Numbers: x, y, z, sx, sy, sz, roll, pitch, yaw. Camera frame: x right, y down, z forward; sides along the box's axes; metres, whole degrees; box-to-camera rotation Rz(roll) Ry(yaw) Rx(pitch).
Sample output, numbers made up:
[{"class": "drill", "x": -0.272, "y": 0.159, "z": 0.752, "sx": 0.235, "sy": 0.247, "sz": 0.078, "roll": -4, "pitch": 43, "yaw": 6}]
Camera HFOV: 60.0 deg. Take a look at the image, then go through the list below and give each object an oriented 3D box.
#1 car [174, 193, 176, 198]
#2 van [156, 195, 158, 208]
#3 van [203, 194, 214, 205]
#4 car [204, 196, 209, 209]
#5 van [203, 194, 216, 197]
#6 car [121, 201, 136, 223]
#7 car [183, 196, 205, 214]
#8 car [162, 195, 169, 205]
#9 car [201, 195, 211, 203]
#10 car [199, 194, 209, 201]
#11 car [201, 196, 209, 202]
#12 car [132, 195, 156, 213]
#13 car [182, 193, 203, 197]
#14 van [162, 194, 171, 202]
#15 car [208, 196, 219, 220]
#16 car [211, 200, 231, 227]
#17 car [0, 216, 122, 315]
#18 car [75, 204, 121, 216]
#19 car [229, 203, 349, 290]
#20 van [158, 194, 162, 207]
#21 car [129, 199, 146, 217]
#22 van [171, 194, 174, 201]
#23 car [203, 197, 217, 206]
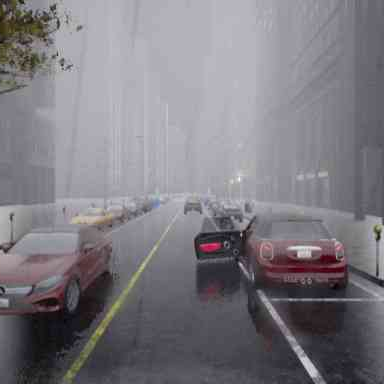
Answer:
[{"class": "car", "x": -5.597, "y": 1.530, "z": 81.866, "sx": 1.752, "sy": 1.417, "sz": 4.829, "roll": 0, "pitch": 0, "yaw": 0}, {"class": "van", "x": -5.678, "y": 1.336, "z": 42.294, "sx": 1.690, "sy": 1.788, "sz": 3.998, "roll": 0, "pitch": 0, "yaw": 0}, {"class": "van", "x": 2.882, "y": 1.338, "z": 59.319, "sx": 1.690, "sy": 1.788, "sz": 3.998, "roll": 0, "pitch": 0, "yaw": 0}, {"class": "car", "x": 2.848, "y": 1.545, "z": 42.286, "sx": 2.008, "sy": 1.369, "sz": 4.403, "roll": 0, "pitch": 0, "yaw": 0}, {"class": "van", "x": 2.859, "y": 1.336, "z": 47.964, "sx": 1.690, "sy": 1.788, "sz": 3.998, "roll": 0, "pitch": 0, "yaw": 0}, {"class": "car", "x": -5.712, "y": 1.577, "z": 25.262, "sx": 1.802, "sy": 1.307, "sz": 4.206, "roll": 0, "pitch": 0, "yaw": 0}, {"class": "car", "x": 0.133, "y": 1.500, "z": 35.572, "sx": 1.837, "sy": 1.490, "sz": 4.892, "roll": 0, "pitch": 0, "yaw": 1}, {"class": "car", "x": -5.643, "y": 1.579, "z": 59.326, "sx": 1.802, "sy": 1.307, "sz": 4.206, "roll": 0, "pitch": 0, "yaw": 0}, {"class": "car", "x": 2.905, "y": 1.441, "z": 70.674, "sx": 1.967, "sy": 1.590, "sz": 4.097, "roll": 0, "pitch": 0, "yaw": 0}, {"class": "car", "x": 2.928, "y": 1.320, "z": 82.029, "sx": 2.192, "sy": 1.841, "sz": 5.009, "roll": 0, "pitch": 0, "yaw": 0}, {"class": "car", "x": 2.917, "y": 1.585, "z": 76.351, "sx": 1.802, "sy": 1.307, "sz": 4.206, "roll": 0, "pitch": 0, "yaw": 0}, {"class": "car", "x": -5.689, "y": 1.309, "z": 36.617, "sx": 2.192, "sy": 1.841, "sz": 5.009, "roll": 0, "pitch": 0, "yaw": 0}, {"class": "car", "x": 0.127, "y": 1.347, "z": 46.764, "sx": 2.097, "sy": 1.767, "sz": 4.553, "roll": 0, "pitch": 0, "yaw": 1}, {"class": "van", "x": -5.632, "y": 1.340, "z": 65.004, "sx": 1.690, "sy": 1.788, "sz": 3.998, "roll": 0, "pitch": 0, "yaw": 0}, {"class": "car", "x": 2.824, "y": 1.435, "z": 30.930, "sx": 1.967, "sy": 1.590, "sz": 4.097, "roll": 0, "pitch": 0, "yaw": 0}, {"class": "car", "x": 2.813, "y": 1.546, "z": 25.253, "sx": 2.008, "sy": 1.369, "sz": 4.403, "roll": 0, "pitch": 0, "yaw": 0}, {"class": "car", "x": -3.084, "y": 1.523, "z": 7.674, "sx": 1.812, "sy": 1.442, "sz": 4.674, "roll": 0, "pitch": 0, "yaw": 0}, {"class": "car", "x": -5.724, "y": 1.521, "z": 19.414, "sx": 1.752, "sy": 1.417, "sz": 4.829, "roll": 0, "pitch": 0, "yaw": 0}, {"class": "car", "x": 2.408, "y": 1.349, "z": 9.247, "sx": 2.097, "sy": 1.767, "sz": 4.553, "roll": 0, "pitch": 0, "yaw": 0}, {"class": "van", "x": -5.666, "y": 1.336, "z": 47.972, "sx": 1.690, "sy": 1.788, "sz": 3.998, "roll": 0, "pitch": 0, "yaw": 0}, {"class": "car", "x": -5.700, "y": 1.576, "z": 30.939, "sx": 1.802, "sy": 1.307, "sz": 4.206, "roll": 0, "pitch": 0, "yaw": 0}, {"class": "van", "x": -5.608, "y": 1.344, "z": 76.359, "sx": 1.690, "sy": 1.788, "sz": 3.998, "roll": 0, "pitch": 0, "yaw": 0}, {"class": "car", "x": 2.871, "y": 1.541, "z": 53.641, "sx": 1.887, "sy": 1.381, "sz": 4.507, "roll": 0, "pitch": 0, "yaw": 0}]
